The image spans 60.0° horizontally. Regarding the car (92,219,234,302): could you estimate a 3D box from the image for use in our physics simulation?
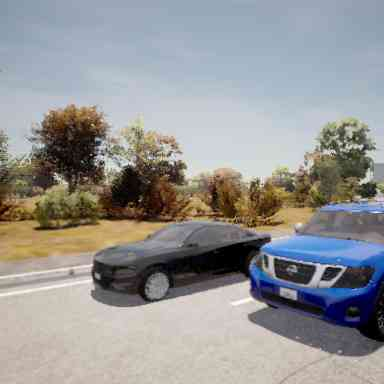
[{"bbox_3d":[-0.014,1.499,8.534,5.008,1.535,1.882,0,0,-38],"label":"car"}]

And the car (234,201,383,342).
[{"bbox_3d":[3.657,1.236,6.931,5.566,2.045,2.150,0,0,-39],"label":"car"}]
